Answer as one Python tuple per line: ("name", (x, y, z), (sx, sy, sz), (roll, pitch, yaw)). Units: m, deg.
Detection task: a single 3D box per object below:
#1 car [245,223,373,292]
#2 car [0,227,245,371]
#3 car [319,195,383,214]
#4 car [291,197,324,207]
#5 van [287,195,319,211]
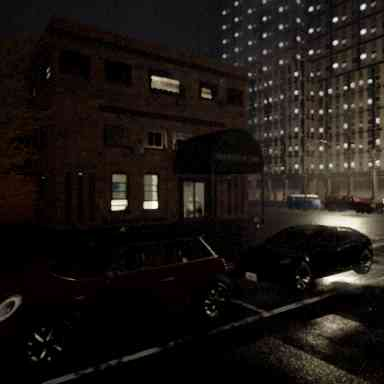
("car", (3.130, 1.550, 8.870), (4.313, 1.339, 1.947), (0, 0, -36))
("car", (-1.332, 1.436, 5.615), (4.097, 1.590, 1.967), (0, 0, -36))
("car", (16.031, 1.242, 33.862), (2.192, 1.841, 5.009), (0, 0, -35))
("car", (16.563, 1.430, 47.747), (1.802, 1.307, 4.206), (0, 0, -35))
("van", (12.860, 1.260, 38.406), (1.690, 1.788, 3.998), (0, 0, -35))
